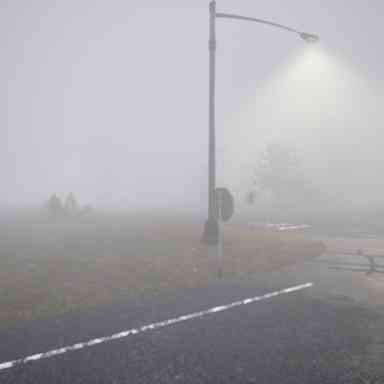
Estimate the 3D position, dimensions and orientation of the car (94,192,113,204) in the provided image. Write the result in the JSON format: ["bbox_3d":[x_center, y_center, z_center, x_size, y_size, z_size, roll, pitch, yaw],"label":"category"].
[{"bbox_3d":[-16.151,1.083,61.056,2.150,2.045,5.566,0,0,-34],"label":"car"}]

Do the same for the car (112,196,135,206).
[{"bbox_3d":[-10.571,1.443,52.741,1.994,1.385,4.181,0,0,-33],"label":"car"}]
